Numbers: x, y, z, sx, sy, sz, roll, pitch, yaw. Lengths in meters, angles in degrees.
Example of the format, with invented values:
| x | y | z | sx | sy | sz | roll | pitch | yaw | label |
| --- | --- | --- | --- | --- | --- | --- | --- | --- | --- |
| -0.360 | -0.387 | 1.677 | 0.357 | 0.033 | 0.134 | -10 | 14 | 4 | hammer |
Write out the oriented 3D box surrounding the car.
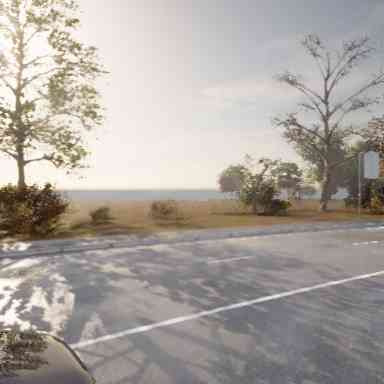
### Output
| x | y | z | sx | sy | sz | roll | pitch | yaw | label |
| --- | --- | --- | --- | --- | --- | --- | --- | --- | --- |
| -2.567 | 1.551 | 1.778 | 4.181 | 1.385 | 1.994 | 0 | 0 | -36 | car |
